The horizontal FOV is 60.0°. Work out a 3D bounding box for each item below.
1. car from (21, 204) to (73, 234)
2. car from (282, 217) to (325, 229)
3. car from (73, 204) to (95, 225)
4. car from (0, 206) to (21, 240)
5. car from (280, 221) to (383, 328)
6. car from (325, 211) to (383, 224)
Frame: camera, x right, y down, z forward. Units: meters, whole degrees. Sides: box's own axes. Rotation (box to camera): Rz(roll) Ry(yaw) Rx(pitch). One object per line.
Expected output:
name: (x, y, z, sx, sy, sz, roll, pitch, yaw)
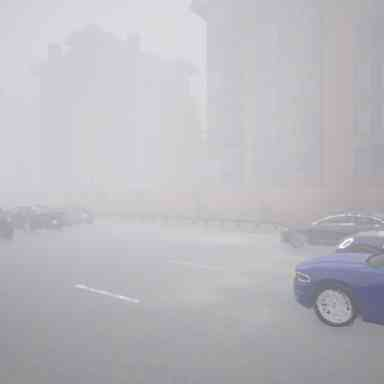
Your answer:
car: (-9.346, 1.470, 19.255, 5.008, 1.535, 1.882, 0, 0, 35)
car: (5.879, 1.490, 12.697, 4.902, 1.511, 2.128, 0, 0, 35)
car: (-8.679, 1.555, 23.080, 4.181, 1.385, 1.994, 0, 0, 35)
car: (-10.455, 1.344, 15.747, 4.553, 1.767, 2.097, 0, 0, 35)
car: (4.195, 1.478, 5.300, 5.008, 1.535, 1.882, 0, 0, 36)
car: (6.032, 1.352, 8.290, 4.553, 1.767, 2.097, 0, 0, 36)
